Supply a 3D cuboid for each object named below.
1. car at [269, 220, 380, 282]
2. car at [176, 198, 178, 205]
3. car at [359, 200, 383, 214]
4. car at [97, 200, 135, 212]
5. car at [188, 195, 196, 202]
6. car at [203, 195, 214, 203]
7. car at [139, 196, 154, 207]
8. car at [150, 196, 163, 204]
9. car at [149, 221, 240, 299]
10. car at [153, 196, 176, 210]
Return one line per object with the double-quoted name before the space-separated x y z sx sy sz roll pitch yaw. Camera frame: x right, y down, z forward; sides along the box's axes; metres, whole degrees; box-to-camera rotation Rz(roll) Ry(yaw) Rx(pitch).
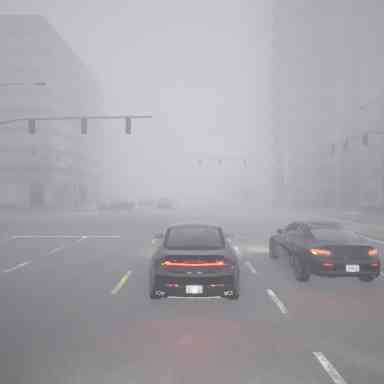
"car" 3.567 1.526 9.664 1.812 1.442 4.674 0 0 0
"car" -3.544 1.547 59.616 2.033 1.411 5.357 0 0 0
"car" 20.858 1.547 35.520 5.357 1.411 2.033 0 0 1
"car" -8.958 1.601 39.339 1.895 1.301 4.718 0 0 30
"car" 0.025 1.364 73.917 2.128 1.511 4.902 0 0 0
"car" 3.567 1.502 71.151 1.837 1.490 4.892 0 0 0
"car" -7.074 1.477 51.956 1.882 1.535 5.008 0 0 0
"car" -7.011 1.564 65.918 1.994 1.385 4.181 0 0 1
"car" 0.061 1.505 8.409 1.837 1.490 4.892 0 0 0
"car" -3.580 1.477 43.776 1.882 1.535 5.008 0 0 0
